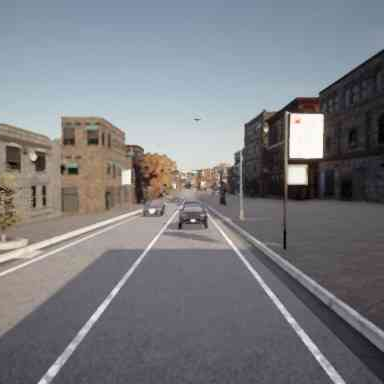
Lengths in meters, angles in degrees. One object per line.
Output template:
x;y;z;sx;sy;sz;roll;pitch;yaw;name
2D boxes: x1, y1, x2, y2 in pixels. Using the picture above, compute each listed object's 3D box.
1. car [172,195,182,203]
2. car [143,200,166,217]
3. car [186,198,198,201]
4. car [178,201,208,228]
-3.325;1.528;72.428;1.837;1.490;4.892;0;0;0;car
-3.512;1.514;31.709;2.128;1.511;4.902;0;0;0;car
-0.022;1.529;42.018;1.882;1.535;5.008;0;0;0;car
0.063;1.530;22.054;1.812;1.442;4.674;0;0;0;car
